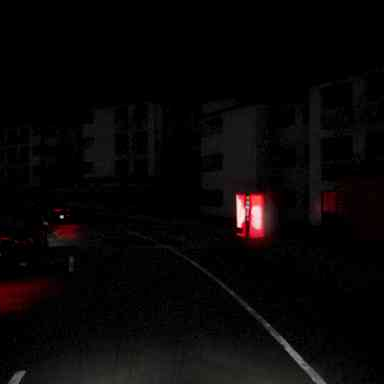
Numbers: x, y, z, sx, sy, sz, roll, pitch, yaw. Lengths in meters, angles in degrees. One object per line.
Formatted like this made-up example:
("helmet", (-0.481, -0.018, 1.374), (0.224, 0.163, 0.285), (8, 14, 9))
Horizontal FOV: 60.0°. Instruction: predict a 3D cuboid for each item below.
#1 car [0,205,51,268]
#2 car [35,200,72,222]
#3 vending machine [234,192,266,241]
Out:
("car", (-5.763, 1.415, 10.642), (1.882, 1.535, 5.008), (0, 0, -21))
("car", (-10.180, 1.356, 23.628), (1.837, 1.490, 4.892), (0, 0, -42))
("vending machine", (2.626, 1.056, 15.024), (1.100, 2.100, 0.880), (0, 1, -23))
